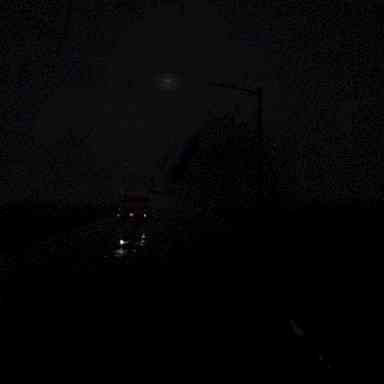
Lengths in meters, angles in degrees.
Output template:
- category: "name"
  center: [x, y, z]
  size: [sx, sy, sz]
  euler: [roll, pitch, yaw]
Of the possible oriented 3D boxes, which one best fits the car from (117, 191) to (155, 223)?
- category: "car"
  center: [-4.358, 1.202, 25.864]
  size: [2.150, 2.045, 5.566]
  euler: [0, 0, -3]
